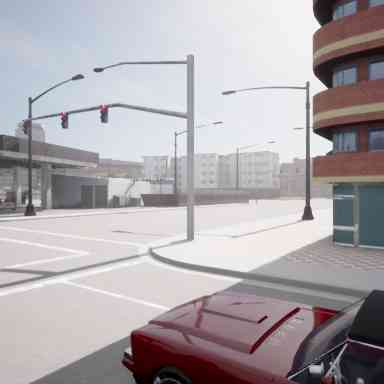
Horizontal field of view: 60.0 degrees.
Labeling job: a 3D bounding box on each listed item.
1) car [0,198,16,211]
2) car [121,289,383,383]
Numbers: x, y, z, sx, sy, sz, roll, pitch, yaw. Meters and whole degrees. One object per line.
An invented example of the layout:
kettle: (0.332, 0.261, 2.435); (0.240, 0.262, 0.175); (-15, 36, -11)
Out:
car: (-22.253, 1.455, 38.776); (3.806, 1.475, 1.970); (0, 0, 36)
car: (1.611, 1.601, 2.824); (4.718, 1.301, 1.895); (0, 0, 36)
